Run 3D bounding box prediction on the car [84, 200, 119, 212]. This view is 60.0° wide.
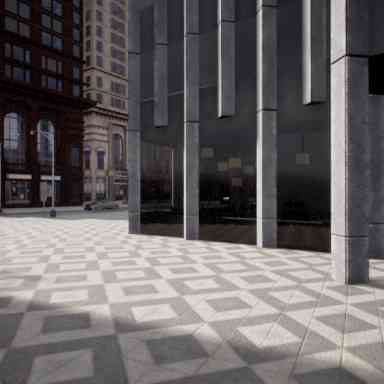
[{"bbox_3d":[-10.951,1.648,40.338,1.994,1.385,4.181,0,0,37],"label":"car"}]
